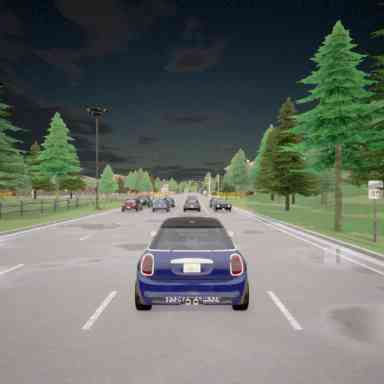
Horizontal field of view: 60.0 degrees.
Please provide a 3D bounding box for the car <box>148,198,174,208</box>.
[{"bbox_3d":[-3.500,1.547,38.586,2.033,1.411,5.357,0,0,0],"label":"car"}]

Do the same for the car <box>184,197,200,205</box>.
[{"bbox_3d":[0.000,1.564,38.969,1.994,1.385,4.181,0,0,0],"label":"car"}]

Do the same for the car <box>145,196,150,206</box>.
[{"bbox_3d":[-7.000,1.352,48.976,2.097,1.767,4.553,0,0,0],"label":"car"}]

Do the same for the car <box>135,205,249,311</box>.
[{"bbox_3d":[0.000,1.352,7.942,2.097,1.767,4.553,0,0,0],"label":"car"}]

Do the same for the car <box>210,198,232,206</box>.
[{"bbox_3d":[3.500,1.601,39.032,1.895,1.301,4.718,0,0,0],"label":"car"}]

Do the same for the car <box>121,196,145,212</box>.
[{"bbox_3d":[-7.000,1.526,39.002,1.812,1.442,4.674,0,0,0],"label":"car"}]
